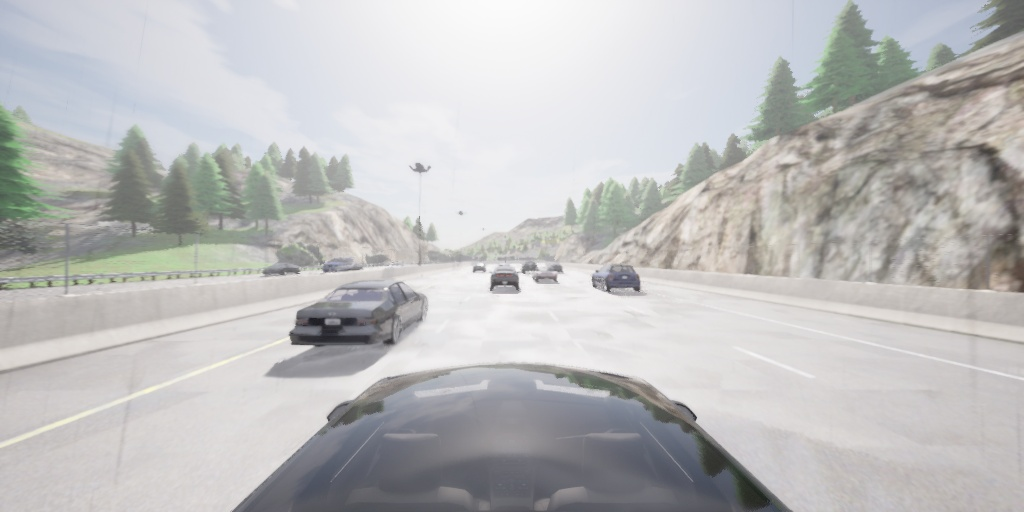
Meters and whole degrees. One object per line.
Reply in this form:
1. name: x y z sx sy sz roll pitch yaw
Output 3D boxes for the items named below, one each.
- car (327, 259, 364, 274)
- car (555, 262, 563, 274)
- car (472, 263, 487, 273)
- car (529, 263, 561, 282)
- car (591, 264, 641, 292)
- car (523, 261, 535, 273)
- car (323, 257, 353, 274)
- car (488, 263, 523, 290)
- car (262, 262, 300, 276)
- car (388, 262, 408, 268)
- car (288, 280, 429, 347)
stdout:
1. car: -18.567 1.447 41.014 2.128 1.511 4.902 0 0 -1
2. car: 5.899 1.635 49.642 1.837 1.490 4.892 0 0 -1
3. car: -4.670 1.646 51.831 2.033 1.411 5.357 0 0 -1
4. car: 2.826 1.584 31.676 1.895 1.301 4.718 0 0 -1
5. car: 6.535 1.290 23.061 2.097 1.767 4.553 0 0 -1
6. car: 2.406 1.463 49.330 2.097 1.767 4.553 0 0 -1
7. car: -22.179 1.197 46.319 2.150 2.045 5.566 0 0 -1
8. car: -0.487 1.413 23.899 1.837 1.490 4.892 0 -1 -1
9. car: -25.543 1.441 39.926 1.812 1.442 4.674 0 0 -1
10. car: -15.224 1.549 48.163 1.812 1.442 4.674 0 0 -1
11. car: -3.555 1.338 9.435 2.033 1.411 5.357 0 0 -2
